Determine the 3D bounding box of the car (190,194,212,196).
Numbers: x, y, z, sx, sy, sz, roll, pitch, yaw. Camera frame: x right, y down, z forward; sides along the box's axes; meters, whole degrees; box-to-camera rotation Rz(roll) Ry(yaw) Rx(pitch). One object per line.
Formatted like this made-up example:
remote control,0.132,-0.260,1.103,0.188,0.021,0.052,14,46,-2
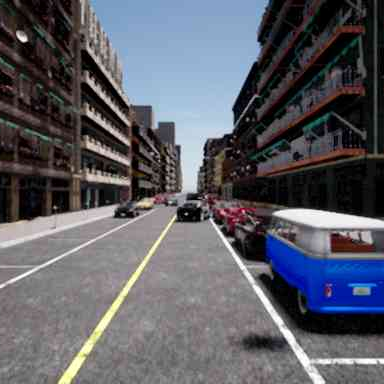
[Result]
car,0.899,1.372,36.351,1.801,1.575,5.366,0,0,0

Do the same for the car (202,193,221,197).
car,2.692,1.220,40.935,2.192,1.841,5.009,0,0,0

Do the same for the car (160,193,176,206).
car,-3.084,1.373,50.104,2.128,1.511,4.902,0,0,0

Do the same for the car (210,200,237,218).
car,2.691,1.484,29.663,2.008,1.369,4.403,0,0,0

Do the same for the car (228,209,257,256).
car,2.691,1.538,12.754,1.947,1.339,4.313,0,0,0

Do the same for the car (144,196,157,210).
car,-5.690,1.431,40.769,1.752,1.417,4.829,0,0,0

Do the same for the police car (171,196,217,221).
police car,0.297,1.365,26.447,1.930,1.638,5.238,0,0,16

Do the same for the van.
van,2.692,1.326,7.117,1.690,1.788,3.998,0,0,0

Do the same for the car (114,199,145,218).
car,-5.690,1.499,29.666,1.947,1.339,4.313,0,0,0

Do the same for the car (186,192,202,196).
car,0.576,1.122,42.147,2.150,2.045,5.566,0,0,-2

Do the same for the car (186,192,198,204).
car,-0.002,1.068,62.567,2.150,2.045,5.566,0,0,0

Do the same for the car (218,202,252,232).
car,2.691,1.504,18.390,1.887,1.381,4.507,0,0,0

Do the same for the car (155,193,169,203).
car,-5.690,1.161,63.485,2.192,1.841,5.009,0,0,0

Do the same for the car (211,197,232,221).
car,2.691,1.387,24.027,1.967,1.590,4.097,0,0,0

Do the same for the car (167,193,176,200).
car,-5.691,1.085,91.667,2.192,1.841,5.009,0,0,0

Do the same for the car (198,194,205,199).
car,2.688,1.294,91.833,1.752,1.417,4.829,0,0,0

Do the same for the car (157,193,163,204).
car,-5.691,1.301,57.849,1.967,1.590,4.097,0,0,0
